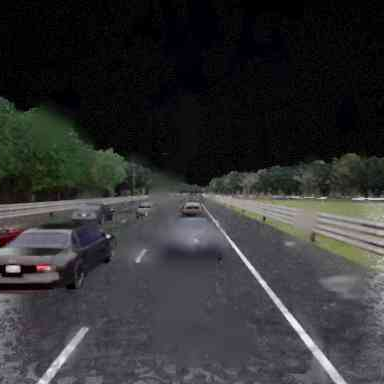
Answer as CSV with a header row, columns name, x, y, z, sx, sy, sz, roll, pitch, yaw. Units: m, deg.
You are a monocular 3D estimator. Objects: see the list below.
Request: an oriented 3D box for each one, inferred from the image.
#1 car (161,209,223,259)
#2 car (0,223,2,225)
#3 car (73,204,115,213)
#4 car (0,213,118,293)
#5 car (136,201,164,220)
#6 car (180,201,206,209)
name,x,y,z,sx,sy,sz,roll,pitch,yaw
car,0.067,1.557,12.622,1.994,1.385,4.181,0,0,0
car,-6.942,1.589,10.734,1.895,1.301,4.718,1,0,0
car,-6.960,1.540,23.992,2.033,1.411,5.357,0,0,1
car,-3.457,1.542,8.982,2.033,1.411,5.357,0,0,1
car,-3.436,1.485,27.720,2.128,1.511,4.902,0,0,0
car,0.066,1.499,27.848,1.837,1.490,4.892,0,0,0
